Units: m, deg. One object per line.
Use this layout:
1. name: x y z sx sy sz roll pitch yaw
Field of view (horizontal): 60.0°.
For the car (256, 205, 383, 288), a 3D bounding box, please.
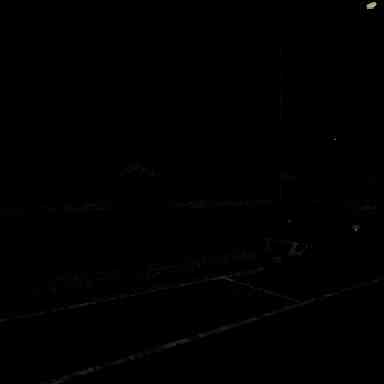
1. car: 4.086 1.313 9.455 5.009 1.841 2.192 0 0 -36
